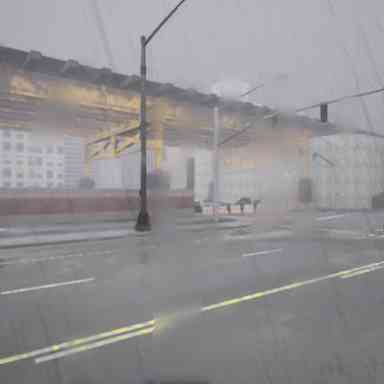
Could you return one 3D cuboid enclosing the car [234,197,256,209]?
[{"bbox_3d":[6.181,1.240,38.630,1.853,1.218,4.536,0,0,18],"label":"car"}]

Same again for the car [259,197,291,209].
[{"bbox_3d":[10.025,1.229,42.334,4.536,1.218,1.853,0,0,-7],"label":"car"}]

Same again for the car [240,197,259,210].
[{"bbox_3d":[6.166,1.397,38.581,2.038,1.542,4.974,0,0,18],"label":"car"}]

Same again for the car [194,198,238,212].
[{"bbox_3d":[2.369,1.249,35.903,4.536,1.218,1.853,0,0,8],"label":"car"}]

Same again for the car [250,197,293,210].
[{"bbox_3d":[10.076,1.387,42.340,4.974,1.542,2.038,0,0,-7],"label":"car"}]

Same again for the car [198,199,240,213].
[{"bbox_3d":[2.420,1.407,35.896,4.974,1.542,2.038,0,0,8],"label":"car"}]
